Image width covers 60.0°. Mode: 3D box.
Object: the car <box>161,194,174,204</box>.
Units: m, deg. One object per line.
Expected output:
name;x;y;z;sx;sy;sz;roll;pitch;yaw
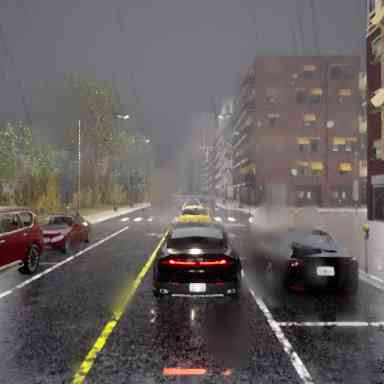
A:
car;-5.196;1.316;62.889;2.192;1.841;5.009;1;0;0

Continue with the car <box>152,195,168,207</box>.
car;-5.218;1.542;51.537;1.887;1.381;4.507;1;0;0

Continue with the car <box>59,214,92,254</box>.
car;-5.285;1.578;13.422;1.802;1.307;4.206;1;0;0

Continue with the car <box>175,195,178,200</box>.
car;-5.159;1.567;85.593;2.008;1.369;4.403;1;0;0

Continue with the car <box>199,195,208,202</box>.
car;2.714;1.452;80.743;1.967;1.590;4.097;1;0;0

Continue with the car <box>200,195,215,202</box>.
car;2.664;1.548;52.327;2.008;1.369;4.403;1;0;0

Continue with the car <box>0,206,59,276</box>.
car;-5.292;1.313;7.767;2.192;1.841;5.009;1;0;0

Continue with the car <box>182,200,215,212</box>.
car;0.132;1.452;19.061;1.801;1.575;5.366;0;0;0

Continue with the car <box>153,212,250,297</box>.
car;0.114;1.502;8.526;1.837;1.490;4.892;0;0;0

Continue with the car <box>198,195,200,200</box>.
car;2.693;1.586;69.376;1.802;1.307;4.206;1;0;0

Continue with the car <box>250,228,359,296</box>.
car;2.587;1.563;8.510;1.947;1.339;4.313;1;0;0
